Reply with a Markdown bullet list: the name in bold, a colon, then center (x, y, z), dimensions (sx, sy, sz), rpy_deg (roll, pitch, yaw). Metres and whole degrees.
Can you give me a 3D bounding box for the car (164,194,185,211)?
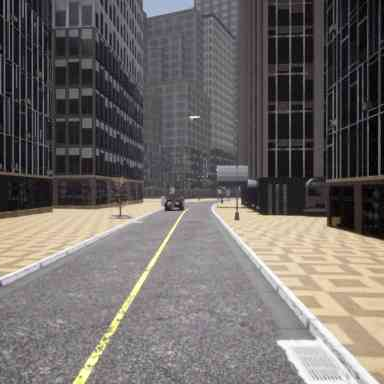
- **car**: center (-2.107, 1.264, 41.138), dimensions (2.150, 2.045, 5.566), rpy_deg (0, 0, 2)
